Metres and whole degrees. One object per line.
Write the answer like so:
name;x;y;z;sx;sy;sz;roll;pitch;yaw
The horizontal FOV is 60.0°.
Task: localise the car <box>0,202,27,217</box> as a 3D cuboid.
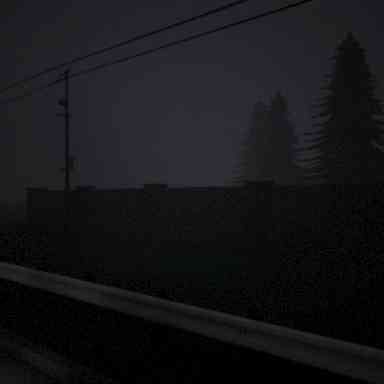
car;-18.409;1.836;36.406;5.008;1.535;1.882;0;0;-27
